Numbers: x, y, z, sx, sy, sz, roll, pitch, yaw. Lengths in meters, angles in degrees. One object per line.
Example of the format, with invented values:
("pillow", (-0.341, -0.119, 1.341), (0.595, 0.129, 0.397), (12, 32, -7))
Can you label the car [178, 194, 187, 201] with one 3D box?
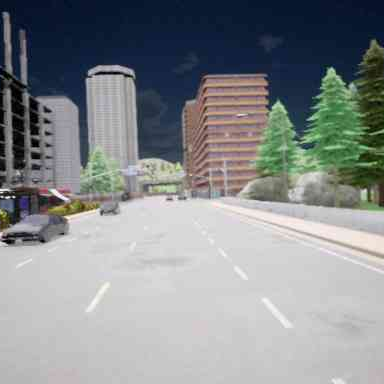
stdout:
("car", (-2.598, 1.429, 90.054), (2.097, 1.767, 4.553), (-2, 0, -4))

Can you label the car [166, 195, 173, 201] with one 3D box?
("car", (-6.083, 1.817, 89.904), (1.895, 1.301, 4.718), (-2, 0, -4))

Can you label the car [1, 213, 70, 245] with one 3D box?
("car", (-8.202, 1.888, 18.073), (2.033, 1.411, 5.357), (-2, 0, -4))

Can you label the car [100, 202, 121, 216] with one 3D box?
("car", (-9.573, 1.905, 39.149), (1.837, 1.490, 4.892), (-2, 0, -4))
